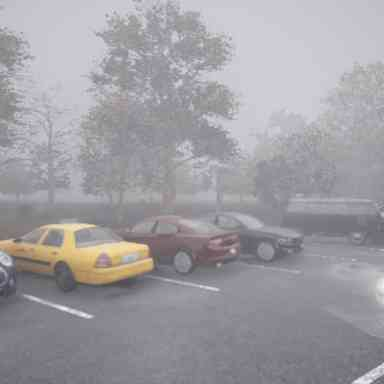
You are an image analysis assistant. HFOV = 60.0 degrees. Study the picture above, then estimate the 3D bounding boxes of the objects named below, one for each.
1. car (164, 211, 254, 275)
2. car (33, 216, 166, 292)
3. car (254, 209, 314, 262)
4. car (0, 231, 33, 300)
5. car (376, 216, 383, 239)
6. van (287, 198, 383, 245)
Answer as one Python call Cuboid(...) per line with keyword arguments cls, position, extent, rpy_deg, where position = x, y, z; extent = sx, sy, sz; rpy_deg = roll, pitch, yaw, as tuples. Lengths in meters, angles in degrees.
Cuboid(cls="car", position=(-0.890, 1.494, 10.532), extent=(5.008, 1.535, 2.097), rpy_deg=(-1, -1, 35))
Cuboid(cls="car", position=(-3.477, 1.488, 8.935), extent=(5.366, 1.575, 1.946), rpy_deg=(-1, -1, 35))
Cuboid(cls="car", position=(1.544, 1.500, 12.248), extent=(5.008, 1.535, 2.097), rpy_deg=(-1, -1, 35))
Cuboid(cls="car", position=(-5.769, 1.358, 7.135), extent=(4.553, 1.767, 2.185), rpy_deg=(-1, -1, 34))
Cuboid(cls="car", position=(7.949, 1.525, 10.286), extent=(4.892, 1.490, 1.837), rpy_deg=(0, 0, -34))
Cuboid(cls="van", position=(6.339, 1.288, 15.675), extent=(4.442, 1.987, 1.878), rpy_deg=(-1, -1, 36))
